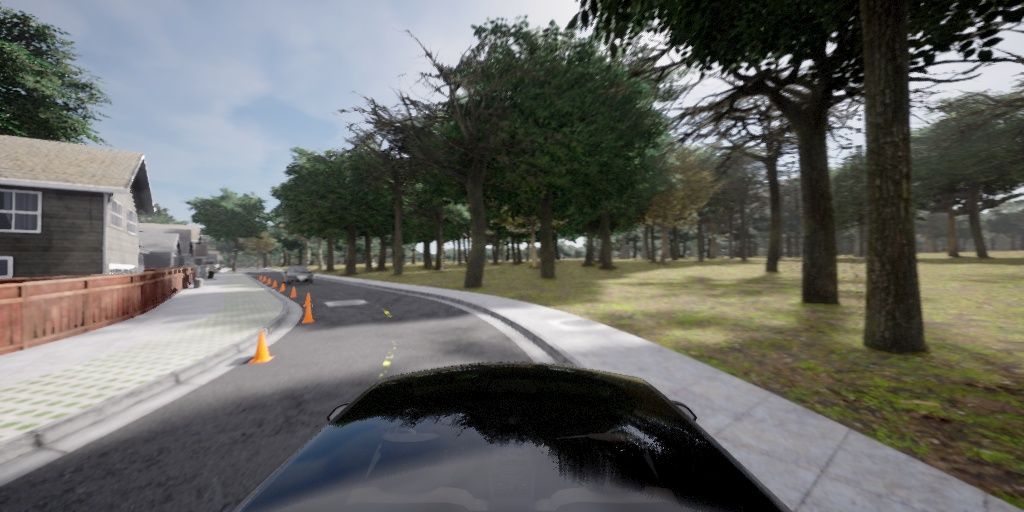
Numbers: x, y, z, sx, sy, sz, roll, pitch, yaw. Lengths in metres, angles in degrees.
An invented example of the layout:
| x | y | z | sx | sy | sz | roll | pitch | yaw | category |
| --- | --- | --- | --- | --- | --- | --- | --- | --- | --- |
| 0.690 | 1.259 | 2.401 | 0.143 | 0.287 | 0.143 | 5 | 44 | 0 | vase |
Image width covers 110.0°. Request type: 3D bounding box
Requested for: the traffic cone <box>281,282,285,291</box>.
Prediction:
| x | y | z | sx | sy | sz | roll | pitch | yaw | category |
| --- | --- | --- | --- | --- | --- | --- | --- | --- | --- |
| -14.817 | 1.985 | 23.183 | 0.340 | 0.580 | 0.340 | 0 | 0 | -38 | traffic cone |

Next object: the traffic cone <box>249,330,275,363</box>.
| x | y | z | sx | sy | sz | roll | pitch | yaw | category |
| --- | --- | --- | --- | --- | --- | --- | --- | --- | --- |
| -4.998 | 1.786 | 7.173 | 0.340 | 0.580 | 0.340 | 0 | 0 | -14 | traffic cone |

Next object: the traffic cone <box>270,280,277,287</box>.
| x | y | z | sx | sy | sz | roll | pitch | yaw | category |
| --- | --- | --- | --- | --- | --- | --- | --- | --- | --- |
| -17.916 | 2.064 | 27.107 | 0.340 | 0.580 | 0.340 | 0 | 0 | -38 | traffic cone |

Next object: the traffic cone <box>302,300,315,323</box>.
| x | y | z | sx | sy | sz | roll | pitch | yaw | category |
| --- | --- | --- | --- | --- | --- | --- | --- | --- | --- |
| -6.503 | 1.805 | 11.467 | 0.340 | 0.580 | 0.340 | 0 | 0 | -24 | traffic cone |

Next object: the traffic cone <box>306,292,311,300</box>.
| x | y | z | sx | sy | sz | roll | pitch | yaw | category |
| --- | --- | --- | --- | --- | --- | --- | --- | --- | --- |
| -8.751 | 1.842 | 15.423 | 0.340 | 0.580 | 0.340 | 0 | 0 | -35 | traffic cone |

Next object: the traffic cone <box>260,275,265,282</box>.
| x | y | z | sx | sy | sz | roll | pitch | yaw | category |
| --- | --- | --- | --- | --- | --- | --- | --- | --- | --- |
| -24.114 | 2.223 | 34.957 | 0.340 | 0.580 | 0.340 | 0 | 0 | -38 | traffic cone |

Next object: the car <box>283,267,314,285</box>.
| x | y | z | sx | sy | sz | roll | pitch | yaw | category |
| --- | --- | --- | --- | --- | --- | --- | --- | --- | --- |
| -18.503 | 1.663 | 30.961 | 2.128 | 1.511 | 4.902 | 0 | -1 | -38 | car |

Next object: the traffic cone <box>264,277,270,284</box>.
| x | y | z | sx | sy | sz | roll | pitch | yaw | category |
| --- | --- | --- | --- | --- | --- | --- | --- | --- | --- |
| -21.014 | 2.144 | 31.032 | 0.340 | 0.580 | 0.340 | 0 | 0 | -38 | traffic cone |

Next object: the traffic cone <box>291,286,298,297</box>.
| x | y | z | sx | sy | sz | roll | pitch | yaw | category |
| --- | --- | --- | --- | --- | --- | --- | --- | --- | --- |
| -11.718 | 1.907 | 19.258 | 0.340 | 0.580 | 0.340 | 0 | 0 | -38 | traffic cone |
